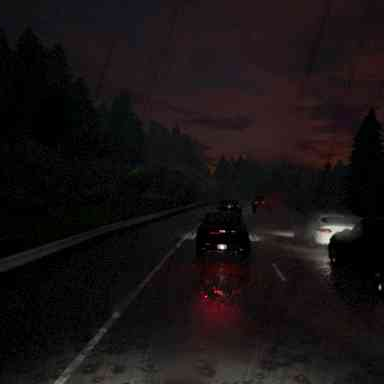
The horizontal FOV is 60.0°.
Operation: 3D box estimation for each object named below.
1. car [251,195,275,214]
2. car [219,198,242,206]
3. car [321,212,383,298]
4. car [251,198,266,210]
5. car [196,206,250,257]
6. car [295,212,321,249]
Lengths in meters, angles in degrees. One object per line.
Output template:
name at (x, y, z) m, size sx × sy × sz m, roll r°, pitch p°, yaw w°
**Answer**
car at (7.782, 1.300, 36.487) m, size 2.150 × 2.045 × 5.566 m, roll 1°, pitch 0°, yaw 9°
car at (3.642, 1.385, 31.723) m, size 2.097 × 1.767 × 4.553 m, roll 1°, pitch 0°, yaw 8°
car at (5.203, 1.407, 8.679) m, size 2.097 × 1.767 × 4.553 m, roll 1°, pitch 0°, yaw 5°
car at (9.316, 1.641, 46.830) m, size 2.033 × 1.411 × 5.357 m, roll 1°, pitch 0°, yaw 10°
car at (1.229, 1.515, 13.123) m, size 1.837 × 1.490 × 4.892 m, roll 1°, pitch 0°, yaw 6°
car at (5.815, 1.588, 14.567) m, size 1.812 × 1.442 × 4.674 m, roll 1°, pitch 0°, yaw 6°
